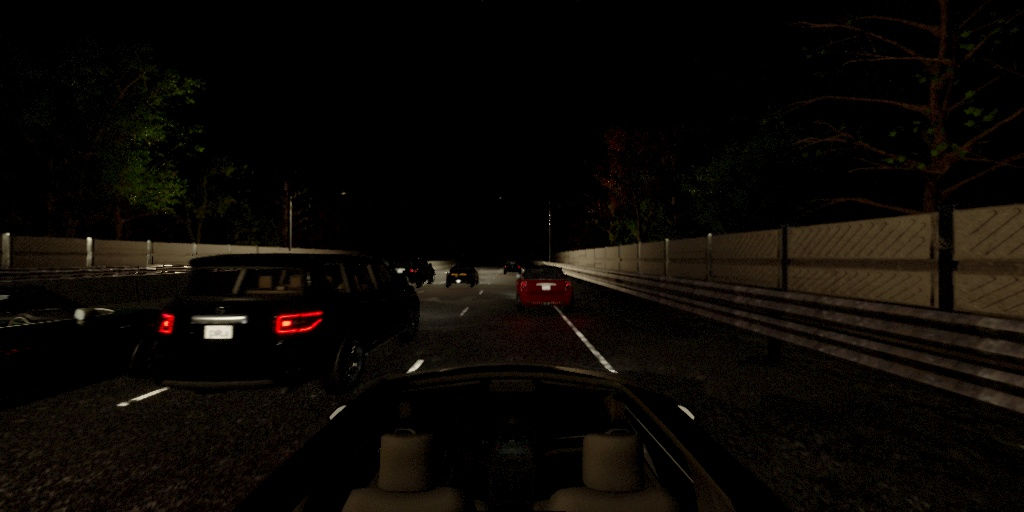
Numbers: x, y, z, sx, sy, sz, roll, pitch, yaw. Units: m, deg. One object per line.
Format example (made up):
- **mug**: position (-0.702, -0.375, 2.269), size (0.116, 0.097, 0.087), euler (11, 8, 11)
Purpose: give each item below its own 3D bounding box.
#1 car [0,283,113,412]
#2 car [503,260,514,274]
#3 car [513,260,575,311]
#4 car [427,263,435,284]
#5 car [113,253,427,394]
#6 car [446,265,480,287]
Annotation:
- **car**: position (-6.902, 1.113, 4.550), size (2.097, 1.767, 4.553), euler (0, 0, 0)
- **car**: position (0.057, 1.286, 43.984), size (2.097, 1.767, 4.553), euler (0, 0, 0)
- **car**: position (1.218, 1.154, 14.852), size (2.097, 1.767, 4.553), euler (0, 0, 0)
- **car**: position (-6.914, 1.069, 24.805), size (2.150, 2.045, 5.566), euler (0, 0, 0)
- **car**: position (-3.415, 0.989, 6.835), size (2.150, 2.045, 5.566), euler (0, 0, 0)
- **car**: position (-3.412, 1.354, 25.275), size (1.837, 1.490, 4.892), euler (0, 0, 0)
